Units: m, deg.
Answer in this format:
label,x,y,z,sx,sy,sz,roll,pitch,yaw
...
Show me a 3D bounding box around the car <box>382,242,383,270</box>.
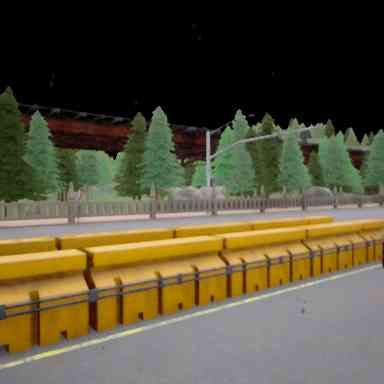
label,x,y,z,sx,sy,sz,roll,pitch,yaw
car,6.952,1.454,8.731,5.008,1.535,1.882,0,0,-35
